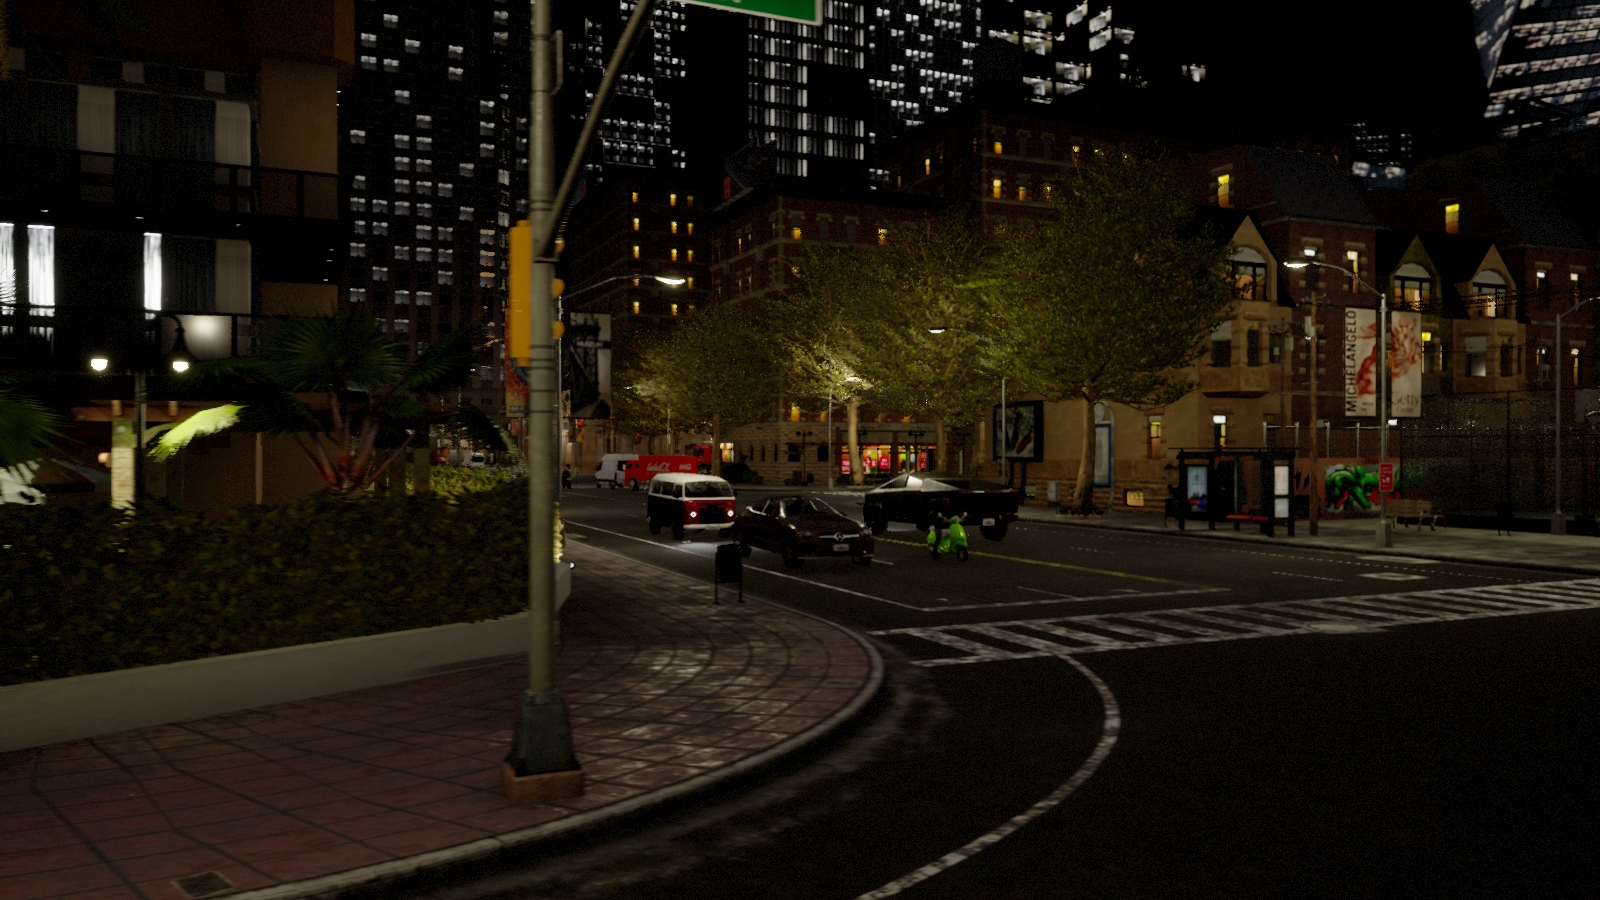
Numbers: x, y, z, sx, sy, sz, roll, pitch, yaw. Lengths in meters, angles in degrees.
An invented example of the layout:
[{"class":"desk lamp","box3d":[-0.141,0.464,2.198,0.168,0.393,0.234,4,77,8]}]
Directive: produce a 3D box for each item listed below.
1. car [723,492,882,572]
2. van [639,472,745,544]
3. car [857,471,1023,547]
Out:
[{"class":"car","box3d":[-0.066,2.006,29.180,2.152,1.651,5.027,0,0,-24]},{"class":"van","box3d":[-3.583,1.798,36.956,2.069,2.038,4.480,0,0,-24]},{"class":"car","box3d":[4.292,1.771,36.423,2.390,2.098,6.274,0,0,-24]}]
